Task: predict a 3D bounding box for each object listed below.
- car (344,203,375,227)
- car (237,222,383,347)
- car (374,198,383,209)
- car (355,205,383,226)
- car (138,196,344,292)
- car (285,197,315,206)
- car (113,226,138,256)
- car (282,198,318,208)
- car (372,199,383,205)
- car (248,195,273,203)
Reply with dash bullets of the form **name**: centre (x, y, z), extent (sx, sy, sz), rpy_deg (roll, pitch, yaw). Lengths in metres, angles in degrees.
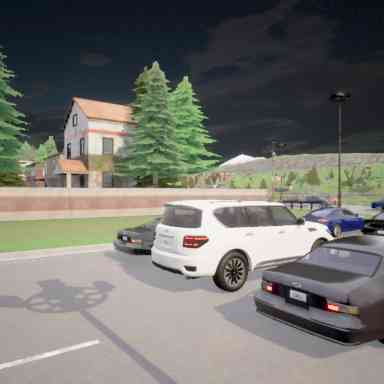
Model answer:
- **car**: centre (7.671, 1.526, 17.804), extent (4.674, 1.442, 1.812), rpy_deg (0, 0, -35)
- **car**: centre (3.566, 1.547, 6.289), extent (5.357, 1.411, 2.033), rpy_deg (0, 0, -36)
- **car**: centre (27.405, 1.548, 44.057), extent (2.033, 1.411, 5.357), rpy_deg (0, 0, -41)
- **car**: centre (9.678, 1.478, 14.937), extent (5.008, 1.535, 1.882), rpy_deg (0, 0, -35)
- **car**: centre (1.587, 1.221, 9.178), extent (5.566, 2.045, 2.150), rpy_deg (0, 0, -36)
- **car**: centre (18.242, 1.526, 56.230), extent (1.812, 1.442, 4.674), rpy_deg (0, 0, -36)
- **car**: centre (-0.133, 1.547, 12.243), extent (5.357, 1.411, 2.033), rpy_deg (0, 0, -36)
- **car**: centre (15.522, 1.601, 48.006), extent (1.895, 1.301, 4.718), rpy_deg (0, 0, -36)
- **car**: centre (23.393, 1.478, 38.236), extent (1.882, 1.535, 5.008), rpy_deg (0, 0, -45)
- **car**: centre (13.978, 1.478, 68.240), extent (1.882, 1.535, 5.008), rpy_deg (0, 0, -36)
